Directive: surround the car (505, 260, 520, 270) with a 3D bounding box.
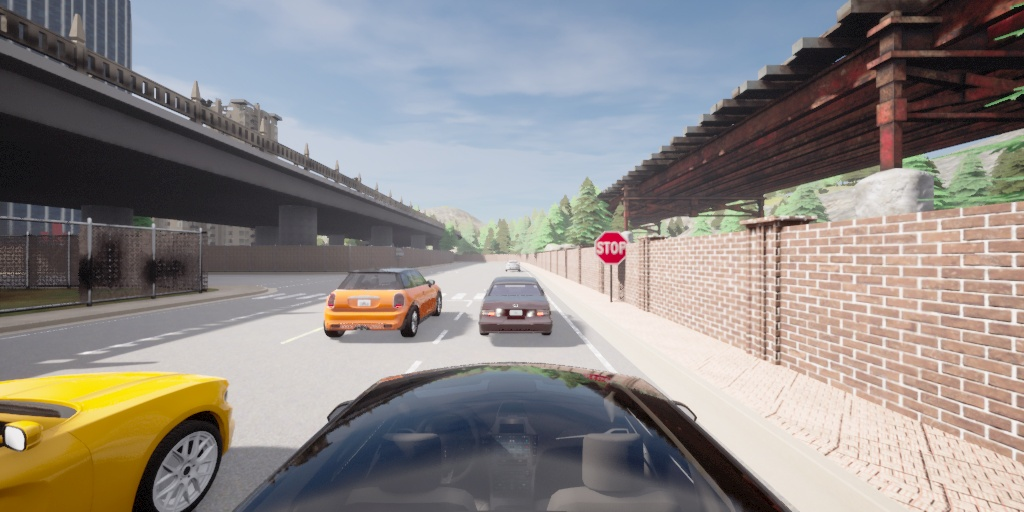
[{"bbox_3d":[0.114,1.273,46.284,1.812,1.442,4.674,0,0,-1],"label":"car"}]

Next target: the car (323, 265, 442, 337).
[{"bbox_3d":[-3.414,1.101,10.393,2.097,1.767,4.553,0,0,0],"label":"car"}]

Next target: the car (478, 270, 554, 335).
[{"bbox_3d":[0.088,1.297,10.412,2.033,1.411,5.357,0,0,0],"label":"car"}]

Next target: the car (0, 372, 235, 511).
[{"bbox_3d":[-3.398,1.228,1.136,1.882,1.535,5.008,0,0,0],"label":"car"}]
